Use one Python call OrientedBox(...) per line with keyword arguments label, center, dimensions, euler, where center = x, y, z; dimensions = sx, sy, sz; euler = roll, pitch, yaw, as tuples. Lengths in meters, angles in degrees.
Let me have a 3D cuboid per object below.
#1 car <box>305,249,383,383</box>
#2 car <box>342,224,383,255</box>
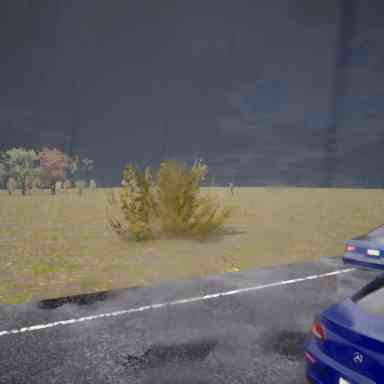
OrientedBox(label="car", center=(3.393, 1.526, 3.922), dimensions=(4.674, 1.442, 1.812), euler=(0, 0, -29))
OrientedBox(label="car", center=(6.582, 1.549, 9.708), dimensions=(5.357, 1.411, 2.033), euler=(0, 0, -34))
